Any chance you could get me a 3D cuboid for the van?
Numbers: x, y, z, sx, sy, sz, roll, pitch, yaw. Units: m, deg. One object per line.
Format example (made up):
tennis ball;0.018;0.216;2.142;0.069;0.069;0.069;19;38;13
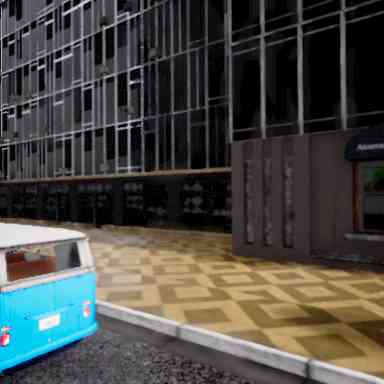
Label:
van;-3.272;1.392;5.206;3.998;1.788;1.690;-1;0;35
